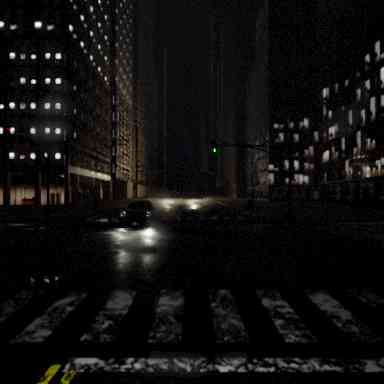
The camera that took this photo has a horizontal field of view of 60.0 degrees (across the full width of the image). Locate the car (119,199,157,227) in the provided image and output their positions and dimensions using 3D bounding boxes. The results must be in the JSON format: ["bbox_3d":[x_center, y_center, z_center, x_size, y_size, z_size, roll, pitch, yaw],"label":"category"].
[{"bbox_3d":[-3.544,1.381,22.570,2.097,1.767,4.553,0,0,-1],"label":"car"}]
